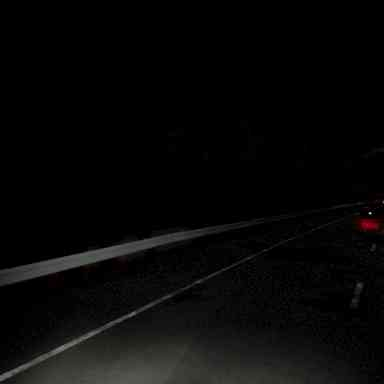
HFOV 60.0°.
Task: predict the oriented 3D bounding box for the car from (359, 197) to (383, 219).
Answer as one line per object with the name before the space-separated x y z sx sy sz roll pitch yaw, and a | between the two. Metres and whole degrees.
car | 16.160 1.505 29.524 1.837 1.490 4.892 0 0 35

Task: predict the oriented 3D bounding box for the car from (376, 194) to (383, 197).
car | 22.245 1.221 38.039 2.150 2.045 5.566 0 0 36
